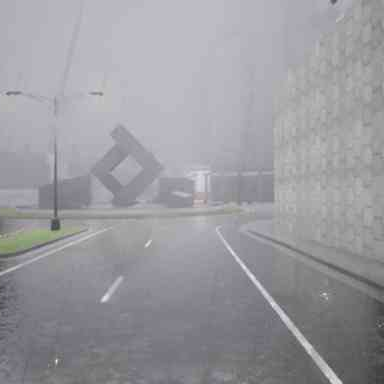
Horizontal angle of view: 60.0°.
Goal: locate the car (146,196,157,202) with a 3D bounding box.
[{"bbox_3d":[-11.637,2.047,92.766,1.882,1.535,5.008,0,0,-2],"label":"car"}]
